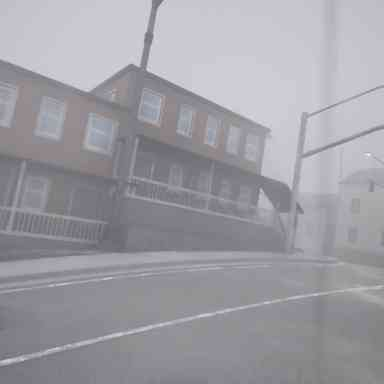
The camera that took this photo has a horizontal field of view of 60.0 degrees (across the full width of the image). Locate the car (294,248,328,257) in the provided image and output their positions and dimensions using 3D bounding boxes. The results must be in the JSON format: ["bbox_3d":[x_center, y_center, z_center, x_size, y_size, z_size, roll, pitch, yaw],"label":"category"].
[{"bbox_3d":[9.707,5.695,29.285,1.812,1.442,4.674,14,-16,-34],"label":"car"}]
